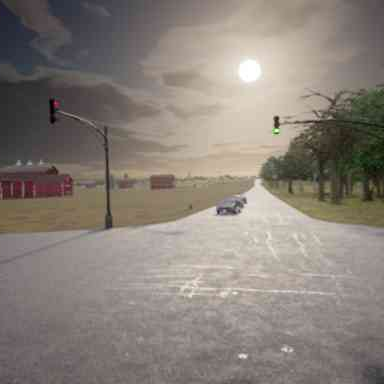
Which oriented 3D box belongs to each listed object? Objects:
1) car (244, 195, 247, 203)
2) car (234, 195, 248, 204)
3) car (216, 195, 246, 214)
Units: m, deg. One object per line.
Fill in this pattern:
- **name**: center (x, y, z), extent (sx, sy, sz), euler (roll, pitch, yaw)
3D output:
- **car**: center (5.728, 1.219, 43.220), extent (2.128, 1.511, 4.902), euler (-1, 0, 12)
- **car**: center (7.974, 1.207, 54.150), extent (1.895, 1.301, 4.718), euler (-1, 1, 12)
- **car**: center (3.748, 1.366, 33.286), extent (2.033, 1.411, 5.357), euler (-1, 0, 16)
